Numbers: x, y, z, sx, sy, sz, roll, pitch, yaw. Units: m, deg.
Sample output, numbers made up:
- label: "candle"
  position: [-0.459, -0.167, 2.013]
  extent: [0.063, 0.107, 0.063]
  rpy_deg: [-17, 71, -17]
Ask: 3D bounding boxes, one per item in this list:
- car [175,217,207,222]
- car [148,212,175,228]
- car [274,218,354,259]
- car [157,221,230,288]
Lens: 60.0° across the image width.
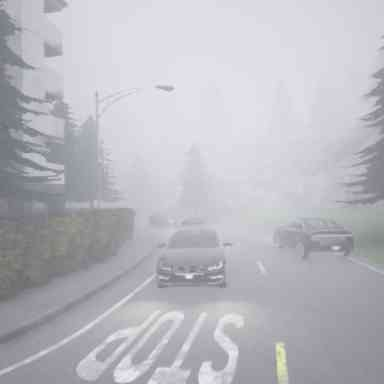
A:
- label: "car"
  position: [0.236, 2.294, 20.828]
  extent: [1.994, 1.385, 4.181]
  rpy_deg: [-2, -2, -6]
- label: "car"
  position: [-2.929, 2.733, 33.222]
  extent: [2.128, 1.511, 4.902]
  rpy_deg: [-1, -2, -24]
- label: "car"
  position: [4.981, 1.866, 14.250]
  extent: [2.128, 1.511, 4.902]
  rpy_deg: [-1, -2, -3]
- label: "car"
  position: [0.155, 1.892, 10.478]
  extent: [1.837, 1.490, 4.892]
  rpy_deg: [-2, -2, 5]
